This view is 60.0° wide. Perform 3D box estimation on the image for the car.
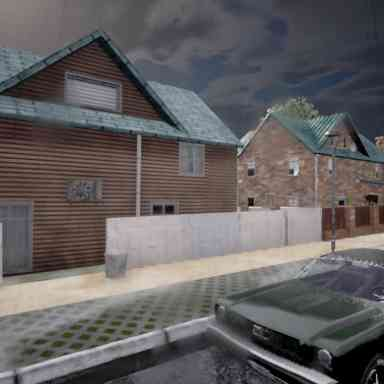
[{"bbox_3d":[2.539,1.602,4.882,4.718,1.301,1.895,0,0,-35],"label":"car"}]
